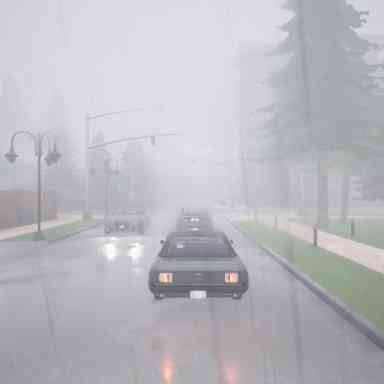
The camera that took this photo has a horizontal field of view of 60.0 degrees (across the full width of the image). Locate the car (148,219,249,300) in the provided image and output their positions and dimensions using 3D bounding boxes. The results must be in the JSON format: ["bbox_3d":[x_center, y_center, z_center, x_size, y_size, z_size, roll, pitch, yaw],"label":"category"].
[{"bbox_3d":[0.118,1.601,8.341,1.895,1.301,4.718,0,0,0],"label":"car"}]

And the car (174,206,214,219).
[{"bbox_3d":[0.130,1.505,17.603,1.837,1.490,4.892,0,0,0],"label":"car"}]

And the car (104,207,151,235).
[{"bbox_3d":[-3.491,1.564,18.621,1.994,1.385,4.181,0,0,1],"label":"car"}]
